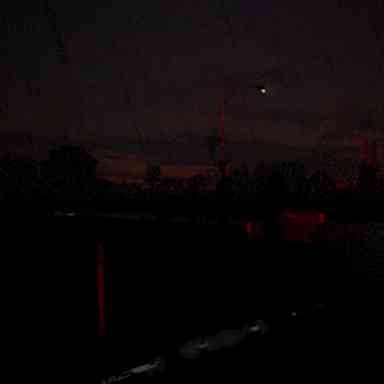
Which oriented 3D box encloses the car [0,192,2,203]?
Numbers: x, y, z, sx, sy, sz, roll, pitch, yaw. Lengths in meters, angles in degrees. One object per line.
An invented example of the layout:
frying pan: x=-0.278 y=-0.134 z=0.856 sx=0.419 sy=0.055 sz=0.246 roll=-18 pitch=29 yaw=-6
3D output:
car: x=-25.642 y=0.529 z=41.032 sx=5.566 sy=2.045 sz=2.150 roll=1 pitch=0 yaw=34

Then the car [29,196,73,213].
car: x=-12.352 y=1.020 z=29.096 sx=4.181 sy=1.385 sz=1.994 roll=1 pitch=0 yaw=32
